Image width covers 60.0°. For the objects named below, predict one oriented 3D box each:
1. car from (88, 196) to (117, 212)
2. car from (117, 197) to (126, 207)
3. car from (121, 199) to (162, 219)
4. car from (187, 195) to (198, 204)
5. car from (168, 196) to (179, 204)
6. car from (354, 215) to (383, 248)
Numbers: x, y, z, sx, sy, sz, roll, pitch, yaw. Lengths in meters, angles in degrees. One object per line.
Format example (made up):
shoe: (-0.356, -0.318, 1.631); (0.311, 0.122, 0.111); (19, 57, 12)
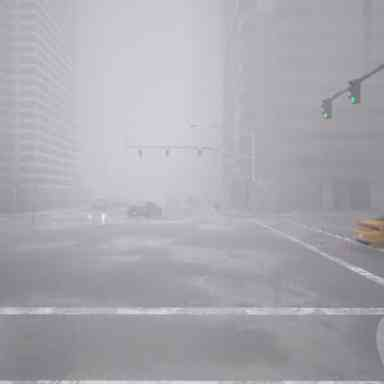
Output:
car: (-10.624, 1.505, 39.376); (1.837, 1.490, 4.892); (0, 0, 0)
car: (-10.620, 1.526, 49.635); (1.812, 1.442, 4.674); (0, 0, 0)
car: (-4.037, 1.525, 28.824); (1.812, 1.442, 4.674); (0, 0, 14)
car: (0.063, 1.352, 63.504); (2.097, 1.767, 4.553); (0, 0, 0)
car: (-3.540, 1.491, 63.175); (2.128, 1.511, 4.902); (0, 0, 0)
car: (8.796, 1.477, 12.477); (5.008, 1.535, 1.882); (0, 0, 0)
